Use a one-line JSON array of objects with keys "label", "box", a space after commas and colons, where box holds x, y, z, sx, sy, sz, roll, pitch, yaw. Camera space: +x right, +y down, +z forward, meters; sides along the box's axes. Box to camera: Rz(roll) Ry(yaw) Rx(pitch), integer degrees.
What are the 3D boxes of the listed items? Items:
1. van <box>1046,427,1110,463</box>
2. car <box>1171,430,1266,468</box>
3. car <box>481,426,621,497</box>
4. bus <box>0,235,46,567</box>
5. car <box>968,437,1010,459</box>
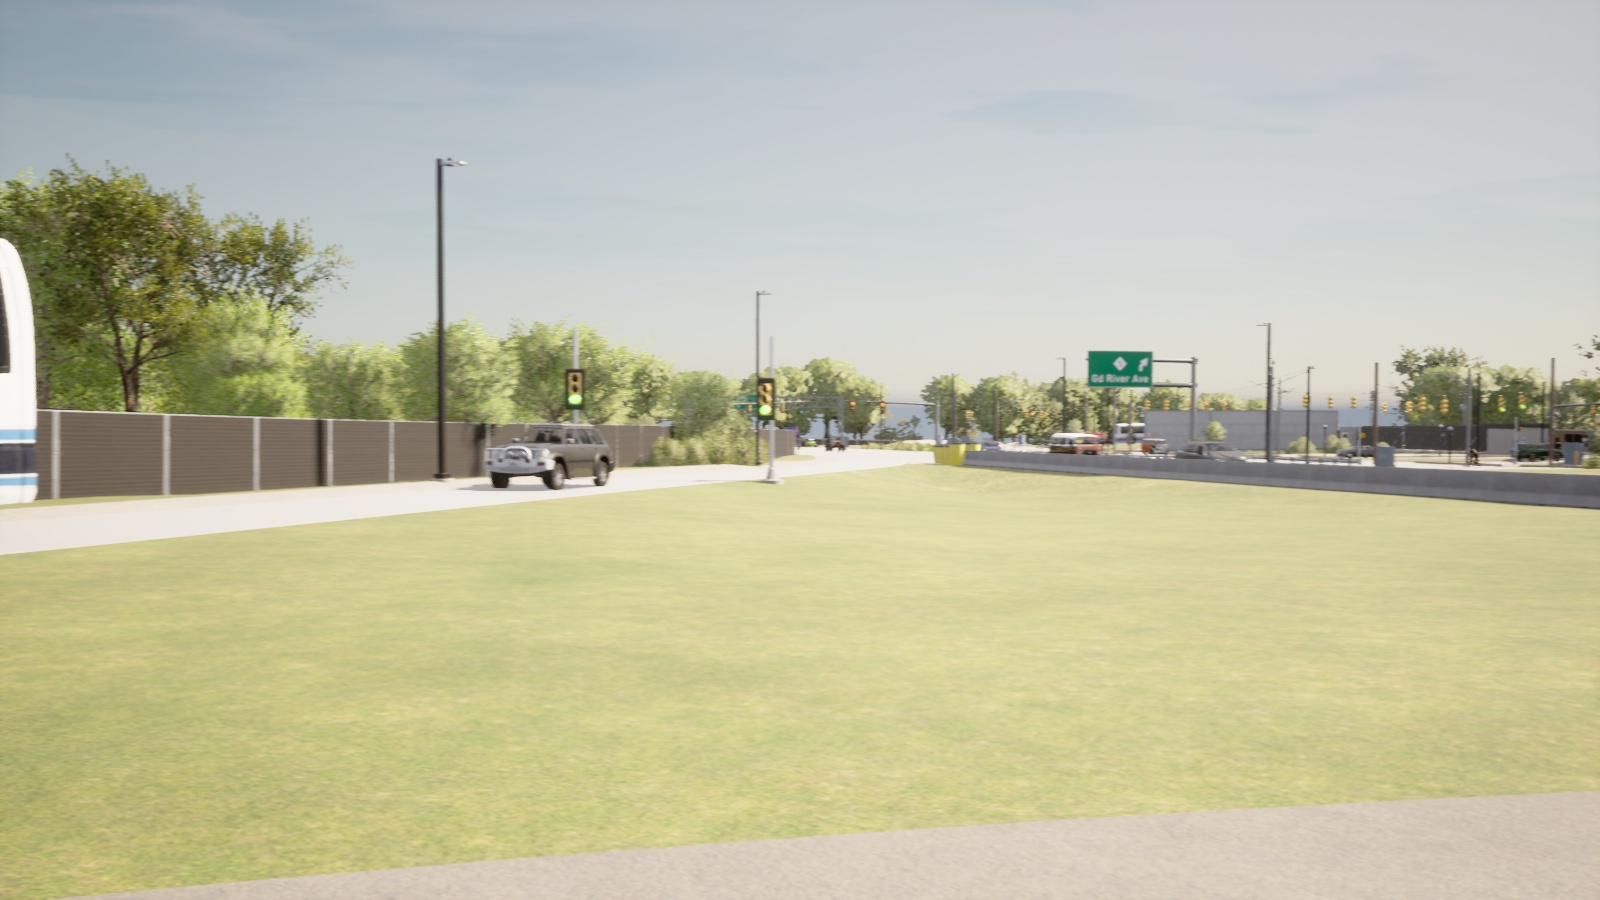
[{"label": "van", "box": [16.567, -0.334, 75.029, 2.069, 2.038, 4.480, -2, 1, -11]}, {"label": "car", "box": [19.694, -0.071, 59.331, 2.242, 1.667, 4.611, -2, 1, -11]}, {"label": "car", "box": [-6.880, 0.290, 35.244, 1.932, 1.855, 4.605, -1, 1, 16]}, {"label": "bus", "box": [-13.363, -0.546, 12.282, 3.944, 4.253, 10.273, -1, 1, 16]}, {"label": "car", "box": [13.545, -0.186, 90.258, 1.845, 1.501, 3.633, -2, 1, -11]}]
